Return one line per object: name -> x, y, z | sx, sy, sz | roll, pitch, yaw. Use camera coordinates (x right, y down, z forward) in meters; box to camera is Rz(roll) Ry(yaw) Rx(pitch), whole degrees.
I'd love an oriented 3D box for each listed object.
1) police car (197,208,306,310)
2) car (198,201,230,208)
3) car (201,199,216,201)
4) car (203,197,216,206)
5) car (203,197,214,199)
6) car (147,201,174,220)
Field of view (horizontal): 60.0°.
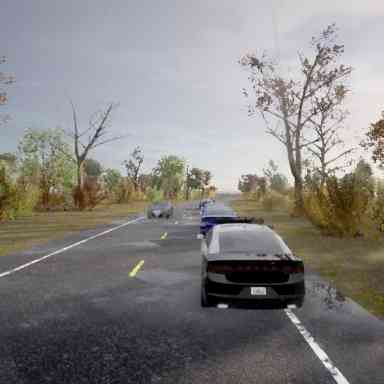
police car -> 1.145, 1.428, 8.069 | 1.930, 1.638, 5.238 | 0, 0, 1
car -> 1.411, 1.486, 17.912 | 1.882, 1.535, 5.008 | 0, 0, 2
car -> 1.648, 1.492, 23.881 | 1.882, 1.535, 5.008 | 0, 0, 3
car -> 3.211, 1.637, 60.344 | 2.128, 1.511, 4.902 | 0, 0, 6
car -> 2.048, 1.605, 46.562 | 1.812, 1.442, 4.674 | 0, 0, 6
car -> -2.630, 1.514, 28.775 | 2.128, 1.511, 4.902 | 0, 0, 3
